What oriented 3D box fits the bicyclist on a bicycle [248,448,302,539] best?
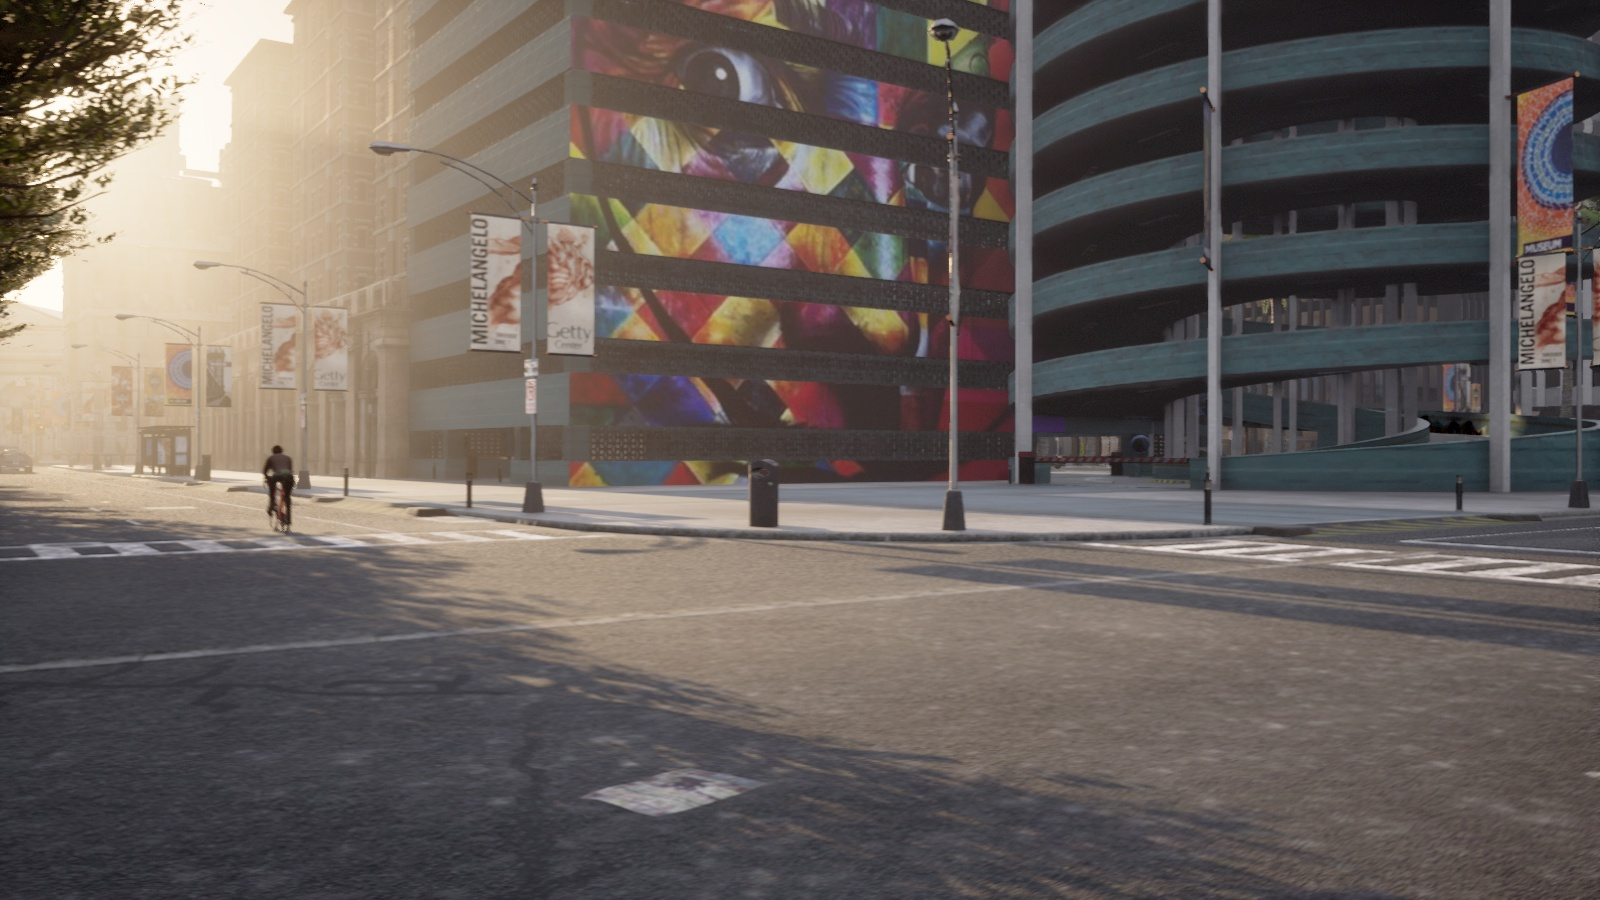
[{"bbox_3d":[-9.674,0.775,23.114,0.582,1.620,1.656,0,0,-34],"label":"bicyclist on a bicycle"}]
